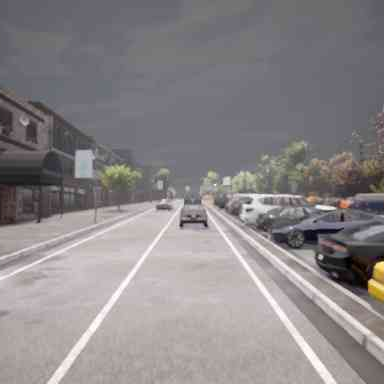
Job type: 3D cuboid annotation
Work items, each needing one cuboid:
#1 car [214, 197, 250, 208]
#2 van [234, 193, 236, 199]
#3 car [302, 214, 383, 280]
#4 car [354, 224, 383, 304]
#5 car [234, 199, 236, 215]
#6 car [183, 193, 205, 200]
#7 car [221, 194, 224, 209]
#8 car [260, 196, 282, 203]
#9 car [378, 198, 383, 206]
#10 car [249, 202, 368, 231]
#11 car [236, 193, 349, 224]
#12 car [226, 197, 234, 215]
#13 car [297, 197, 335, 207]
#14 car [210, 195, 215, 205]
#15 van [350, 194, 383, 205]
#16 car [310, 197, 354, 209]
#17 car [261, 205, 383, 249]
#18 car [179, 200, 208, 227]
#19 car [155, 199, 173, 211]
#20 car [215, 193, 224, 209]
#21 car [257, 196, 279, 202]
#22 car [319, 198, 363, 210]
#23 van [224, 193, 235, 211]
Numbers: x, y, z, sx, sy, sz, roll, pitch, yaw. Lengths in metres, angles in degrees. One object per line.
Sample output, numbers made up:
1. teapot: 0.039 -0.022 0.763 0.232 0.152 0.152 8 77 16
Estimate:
1. car: 5.589 1.439 47.402 4.892 1.521 2.231 0 0 0
2. van: 5.717 1.188 24.980 4.442 1.987 1.878 0 0 0
3. car: 5.619 1.439 8.160 5.008 1.535 2.097 0 0 0
4. car: 5.814 1.446 5.360 5.366 1.575 1.946 0 0 0
5. car: 5.599 1.416 22.177 5.008 1.535 2.097 0 0 0
6. car: 0.089 1.163 40.847 2.150 2.045 5.566 0 0 0
7. car: 5.561 1.281 33.391 4.553 1.767 2.185 0 0 0
8. car: 18.693 1.736 78.642 4.674 1.452 2.002 0 -1 0
9. car: 18.675 1.452 27.882 4.674 1.452 2.002 0 0 0
10. car: 5.608 1.422 16.566 4.892 1.521 2.231 0 0 0
11. car: 5.637 1.167 19.373 5.566 2.045 2.435 0 0 0
12. car: 5.592 1.412 27.783 4.892 1.521 2.231 0 0 0
13. car: 18.671 1.453 50.158 5.008 1.535 2.097 0 0 0
14. car: 5.622 1.174 44.602 5.566 2.045 2.435 0 0 0
15. van: 18.789 1.181 33.454 4.442 1.987 1.878 0 0 0
16. car: 18.678 1.424 44.590 5.008 1.535 2.097 0 0 0
17. car: 5.587 1.455 13.768 4.792 1.488 2.163 0 0 0
18. car: 0.098 1.496 22.430 2.033 1.411 5.357 0 0 0
19. car: -3.346 1.540 40.533 1.895 1.301 4.718 0 0 0
20. car: 5.620 1.156 36.192 5.566 2.045 2.435 0 0 0
21. car: 18.703 1.724 81.791 5.008 1.535 2.097 0 -1 0
22. car: 18.674 1.456 41.803 4.674 1.452 2.002 0 0 0
23. van: 5.479 1.183 30.587 4.442 1.987 1.878 0 0 0
